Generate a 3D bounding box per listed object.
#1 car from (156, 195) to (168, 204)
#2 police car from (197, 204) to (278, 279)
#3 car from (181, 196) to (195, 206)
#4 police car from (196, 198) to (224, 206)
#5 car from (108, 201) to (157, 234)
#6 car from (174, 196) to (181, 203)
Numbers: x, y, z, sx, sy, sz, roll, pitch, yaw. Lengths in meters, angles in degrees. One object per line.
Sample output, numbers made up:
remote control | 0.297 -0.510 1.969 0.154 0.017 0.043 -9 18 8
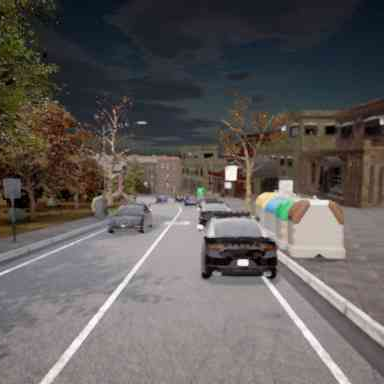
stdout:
car | -5.422 1.269 60.356 1.882 1.535 5.008 -1 0 -9
police car | 1.189 1.384 10.096 1.930 1.638 5.238 0 0 1
car | -0.129 1.343 48.399 1.994 1.385 4.181 -1 0 -5
police car | 1.345 1.342 20.143 1.930 1.638 5.238 0 0 1
car | -3.332 1.422 18.689 1.837 1.490 4.892 0 0 1
car | -2.108 1.319 62.272 1.895 1.301 4.718 -1 0 -11
